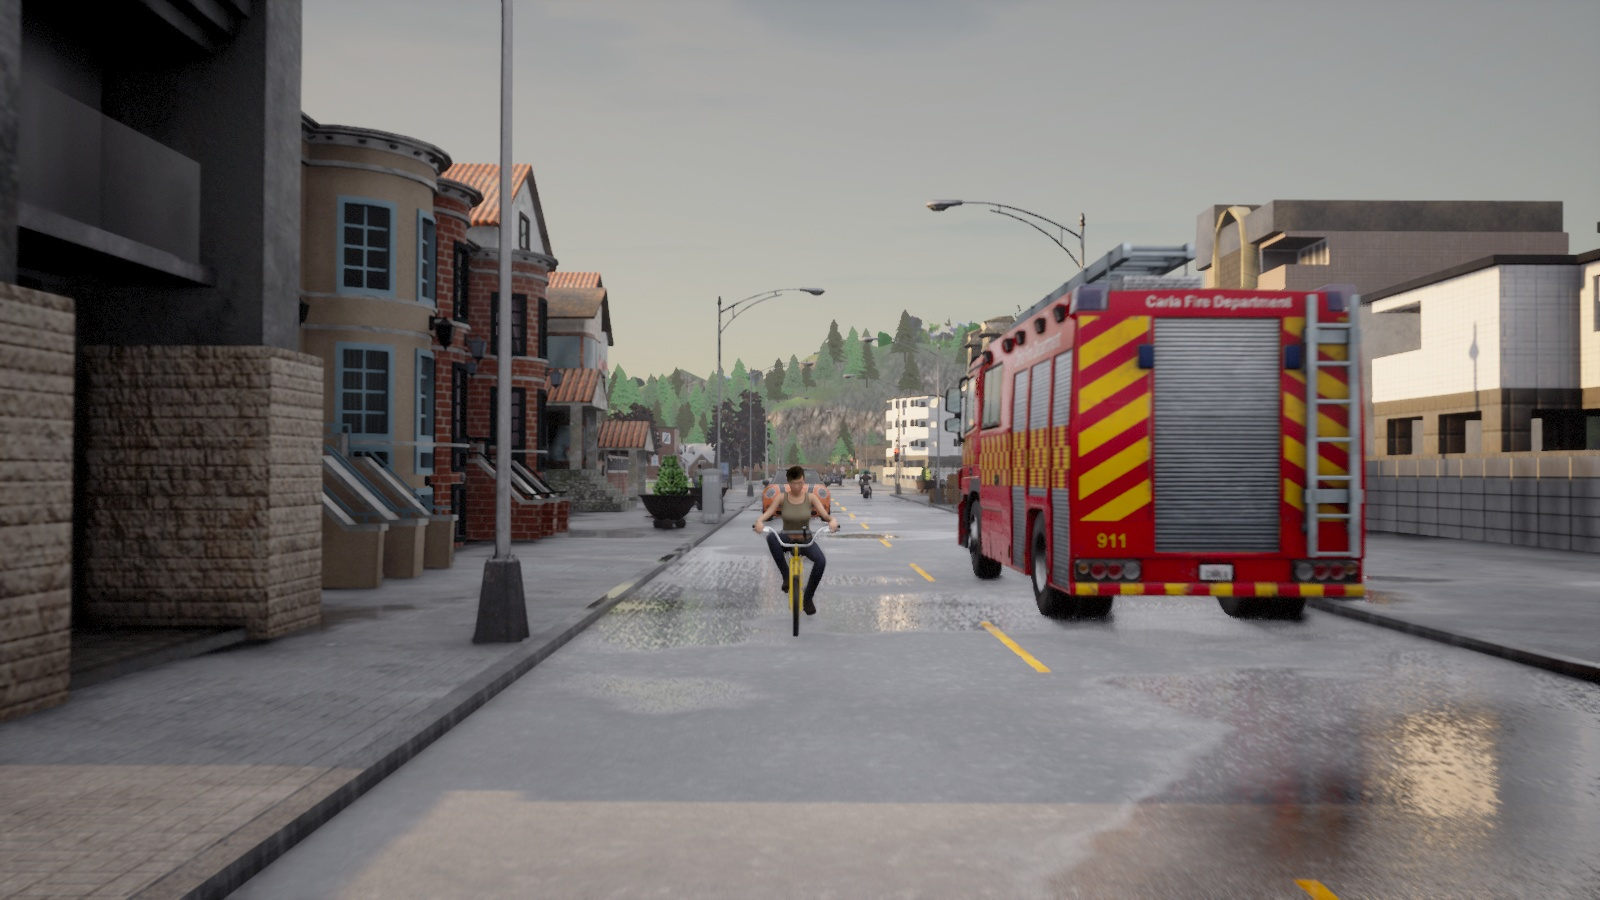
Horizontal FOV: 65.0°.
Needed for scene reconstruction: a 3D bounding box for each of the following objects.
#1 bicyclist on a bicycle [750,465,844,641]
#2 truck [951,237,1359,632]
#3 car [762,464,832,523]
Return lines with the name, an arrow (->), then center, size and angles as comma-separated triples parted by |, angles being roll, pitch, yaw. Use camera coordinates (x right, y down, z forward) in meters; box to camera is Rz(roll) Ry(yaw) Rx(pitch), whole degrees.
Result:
bicyclist on a bicycle -> -0.030, 0.961, 12.315 | 0.866, 1.612, 1.509 | 0, -1, 0
truck -> 3.955, -0.086, 16.429 | 2.891, 3.827, 8.468 | 0, -1, 0
car -> -0.098, 1.355, 40.071 | 2.097, 1.767, 4.553 | 0, -1, 0
